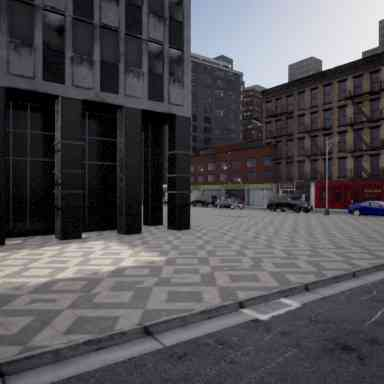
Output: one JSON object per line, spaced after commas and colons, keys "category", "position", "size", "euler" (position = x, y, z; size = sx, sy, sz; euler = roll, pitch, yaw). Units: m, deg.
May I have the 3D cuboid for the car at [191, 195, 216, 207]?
{"category": "car", "position": [2.134, 1.521, 56.624], "size": [2.150, 2.045, 5.566], "euler": [0, 0, -36]}

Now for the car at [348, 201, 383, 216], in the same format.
{"category": "car", "position": [17.134, 1.578, 30.808], "size": [1.882, 1.535, 5.008], "euler": [0, -1, -37]}

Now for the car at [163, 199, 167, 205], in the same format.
{"category": "car", "position": [-4.084, 1.843, 65.023], "size": [1.837, 1.490, 4.892], "euler": [0, 0, -36]}

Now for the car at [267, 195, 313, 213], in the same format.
{"category": "car", "position": [11.284, 1.392, 38.806], "size": [2.150, 2.045, 5.566], "euler": [0, -1, -36]}

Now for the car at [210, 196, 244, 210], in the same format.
{"category": "car", "position": [5.248, 1.727, 47.060], "size": [2.128, 1.511, 4.902], "euler": [0, 0, -36]}
